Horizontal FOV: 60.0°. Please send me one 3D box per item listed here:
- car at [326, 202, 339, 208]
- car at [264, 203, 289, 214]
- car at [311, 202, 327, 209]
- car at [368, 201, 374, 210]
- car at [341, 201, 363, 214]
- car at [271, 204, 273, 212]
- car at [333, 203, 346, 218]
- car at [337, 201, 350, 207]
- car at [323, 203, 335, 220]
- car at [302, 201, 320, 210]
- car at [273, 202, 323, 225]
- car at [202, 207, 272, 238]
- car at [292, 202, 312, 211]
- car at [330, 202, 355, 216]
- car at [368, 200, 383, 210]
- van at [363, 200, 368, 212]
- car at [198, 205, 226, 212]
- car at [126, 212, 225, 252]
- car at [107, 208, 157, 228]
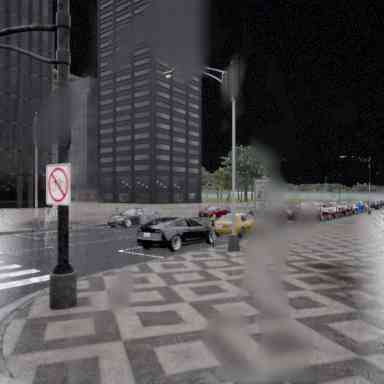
[{"bbox_3d":[31.794,2.891,74.989,1.802,1.307,4.206,-1,-2,35],"label":"car"},{"bbox_3d":[12.134,2.305,47.418,2.008,1.369,4.403,-1,-2,35],"label":"car"},{"bbox_3d":[25.240,2.673,65.799,1.887,1.381,4.507,-1,-2,35],"label":"car"},{"bbox_3d":[28.903,2.592,56.251,2.008,1.369,4.403,-1,-2,35],"label":"car"},{"bbox_3d":[22.349,2.295,47.063,1.967,1.590,4.097,-1,-2,35],"label":"car"},{"bbox_3d":[8.858,2.210,42.824,2.008,1.369,4.403,-1,-2,35],"label":"car"},{"bbox_3d":[15.800,2.246,37.874,1.802,1.307,4.206,-1,-2,36],"label":"car"},{"bbox_3d":[38.346,3.038,84.179,2.008,1.369,4.403,-1,-1,35],"label":"car"},{"bbox_3d":[12.519,2.114,33.274,1.887,1.381,4.507,-1,-2,35],"label":"car"},{"bbox_3d":[21.963,2.476,61.206,1.967,1.590,4.097,-1,-2,35],"label":"car"},{"bbox_3d":[9.242,1.791,28.685,2.192,1.841,5.009,-1,-2,35],"label":"car"},{"bbox_3d":[2.789,1.824,19.627,1.752,1.417,4.829,-1,-2,35],"label":"car"},{"bbox_3d":[18.687,2.494,56.609,2.008,1.369,4.403,-1,-2,35],"label":"car"},{"bbox_3d":[19.072,2.304,42.465,1.887,1.381,4.507,-1,-2,35],"label":"car"},{"bbox_3d":[35.455,2.539,65.447,2.192,1.841,5.009,-1,-2,35],"label":"car"},{"bbox_3d":[25.625,2.290,51.660,1.690,1.788,3.998,-1,-2,35],"label":"van"},{"bbox_3d":[2.307,2.016,33.634,1.887,1.381,4.507,-1,-2,35],"label":"car"},{"bbox_3d":[-0.585,1.775,14.893,1.947,1.339,4.313,-1,-2,35],"label":"car"},{"bbox_3d":[-4.245,1.842,24.443,2.008,1.369,4.403,-1,-1,35],"label":"car"}]
